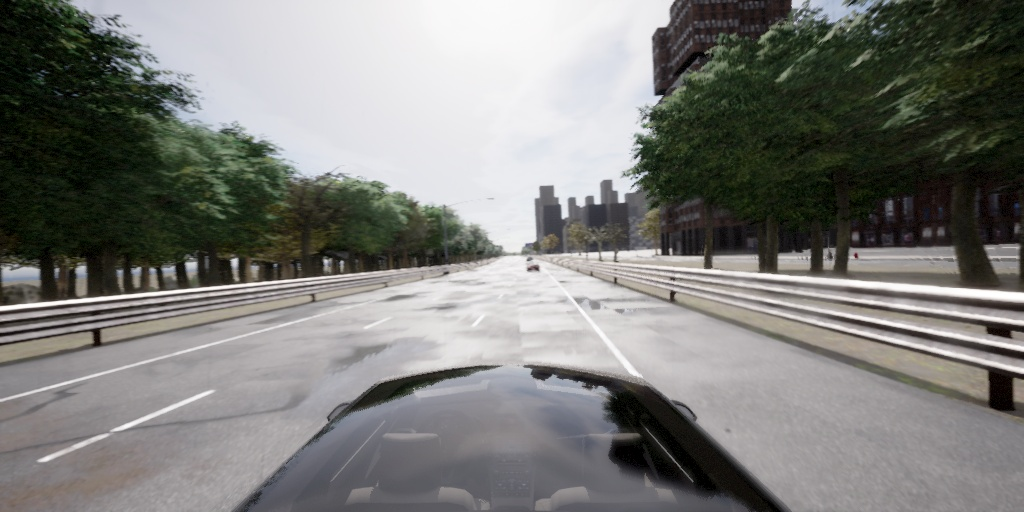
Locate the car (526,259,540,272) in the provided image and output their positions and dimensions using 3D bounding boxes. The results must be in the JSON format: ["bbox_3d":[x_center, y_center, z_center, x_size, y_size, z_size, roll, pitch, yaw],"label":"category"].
[{"bbox_3d":[3.029,1.515,51.106,1.895,1.301,4.718,-3,0,3],"label":"car"}]
